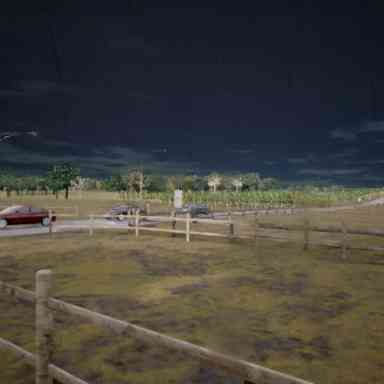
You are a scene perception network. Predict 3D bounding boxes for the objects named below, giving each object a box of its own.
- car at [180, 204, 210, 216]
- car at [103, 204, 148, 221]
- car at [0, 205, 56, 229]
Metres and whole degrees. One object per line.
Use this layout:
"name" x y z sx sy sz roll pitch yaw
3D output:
"car" 0.423 2.245 42.460 2.128 1.511 4.902 1 -1 35
"car" -6.462 1.972 32.714 1.837 1.490 4.892 1 -1 35
"car" -12.478 1.718 24.245 1.882 1.535 5.008 1 -1 36
